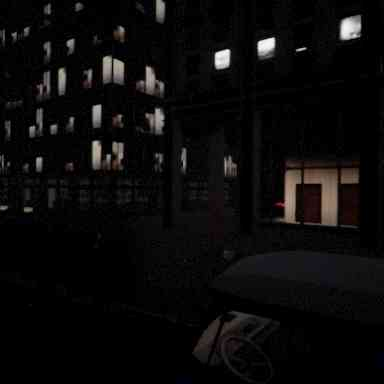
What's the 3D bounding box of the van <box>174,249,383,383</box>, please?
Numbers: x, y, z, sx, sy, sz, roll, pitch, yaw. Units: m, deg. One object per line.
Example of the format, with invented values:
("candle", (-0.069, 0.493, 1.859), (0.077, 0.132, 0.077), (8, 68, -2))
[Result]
("van", (1.687, 1.343, 1.660), (3.998, 1.788, 1.690), (0, 1, 35))
